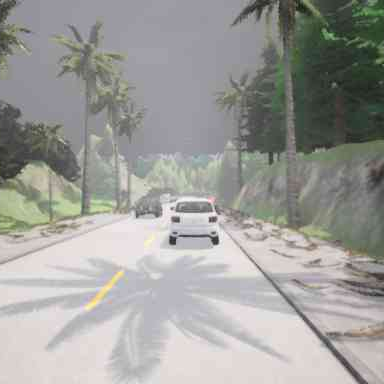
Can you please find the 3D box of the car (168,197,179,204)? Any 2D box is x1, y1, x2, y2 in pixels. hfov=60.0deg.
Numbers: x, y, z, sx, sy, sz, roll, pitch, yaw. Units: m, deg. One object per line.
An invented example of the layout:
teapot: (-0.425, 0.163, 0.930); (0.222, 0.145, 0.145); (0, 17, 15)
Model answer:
car: (-4.025, 1.900, 73.720); (2.033, 1.411, 5.357); (0, 0, 0)

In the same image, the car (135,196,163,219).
car: (-4.098, 1.432, 32.354); (2.150, 2.045, 5.566); (0, -1, 0)

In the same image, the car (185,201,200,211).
car: (0.083, 1.893, 45.590); (1.895, 1.301, 4.718); (0, 0, 0)

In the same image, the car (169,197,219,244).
car: (0.093, 1.329, 16.532); (2.150, 2.045, 5.566); (0, 0, 0)
